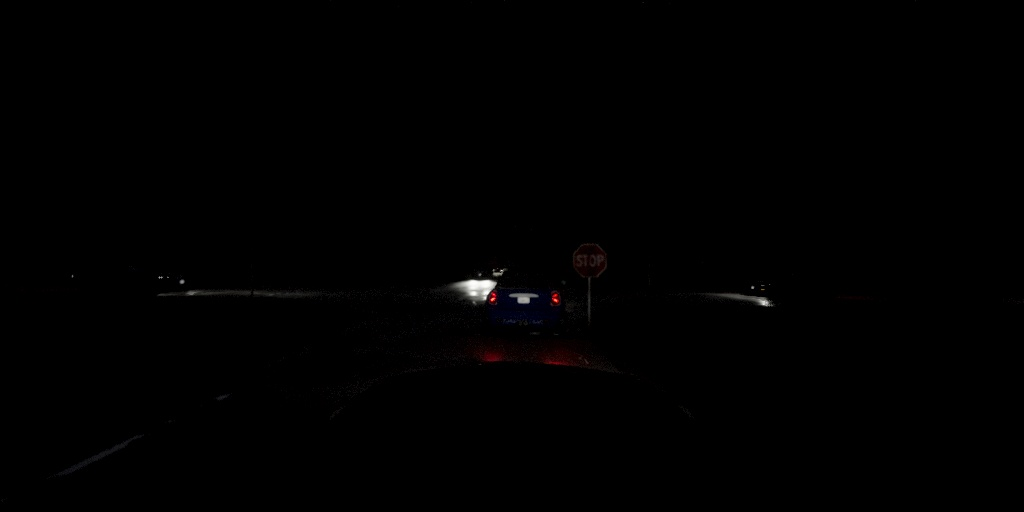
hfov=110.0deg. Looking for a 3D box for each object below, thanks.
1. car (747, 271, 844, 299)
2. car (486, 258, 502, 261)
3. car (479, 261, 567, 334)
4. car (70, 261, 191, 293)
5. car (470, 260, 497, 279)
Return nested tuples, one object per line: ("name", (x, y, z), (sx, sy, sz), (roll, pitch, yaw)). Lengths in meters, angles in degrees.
("car", (16.534, 1.640, 21.025), (4.892, 1.490, 1.837), (1, 0, 0))
("car", (-2.838, 1.260, 51.057), (2.150, 2.045, 5.566), (0, -1, 0))
("car", (0.596, 1.139, 11.062), (2.097, 1.767, 4.553), (0, 0, 8))
("car", (-19.108, 0.996, 18.112), (4.902, 1.511, 2.128), (1, 0, 0))
("car", (-2.846, 1.400, 34.234), (2.128, 1.511, 4.902), (0, 0, 0))
